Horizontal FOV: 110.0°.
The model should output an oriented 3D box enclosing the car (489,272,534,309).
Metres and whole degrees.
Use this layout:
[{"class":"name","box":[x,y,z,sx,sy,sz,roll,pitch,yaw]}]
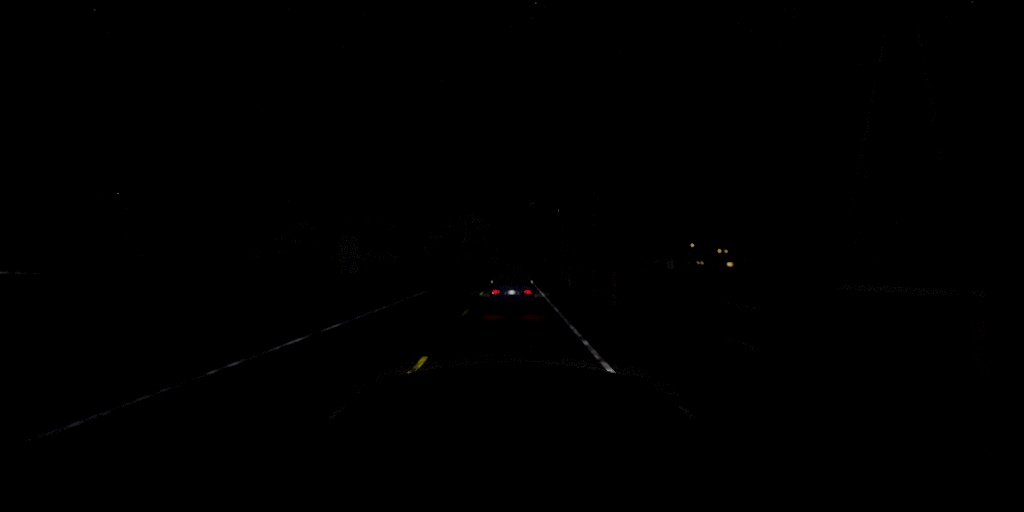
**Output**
[{"class":"car","box":[-0.008,1.427,15.829,2.033,1.411,5.357,0,0,0]}]
